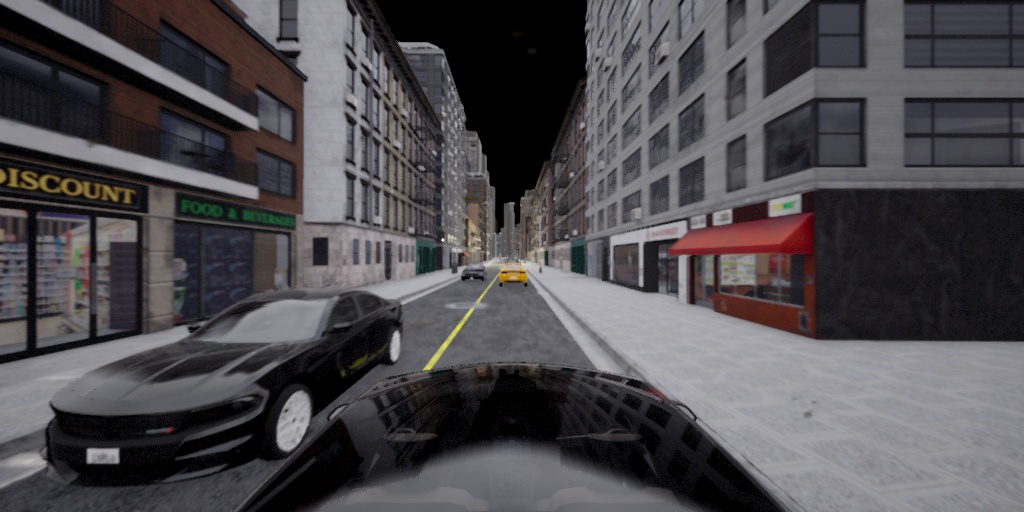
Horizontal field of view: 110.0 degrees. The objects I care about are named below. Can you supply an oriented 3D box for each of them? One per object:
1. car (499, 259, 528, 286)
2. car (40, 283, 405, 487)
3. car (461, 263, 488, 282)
[{"bbox_3d":[0.096,1.248,25.662,1.882,1.535,5.008,0,0,0],"label":"car"},{"bbox_3d":[-3.087,1.230,5.209,1.882,1.535,5.008,0,0,0],"label":"car"},{"bbox_3d":[-3.025,1.321,29.899,2.033,1.411,5.357,0,0,1],"label":"car"}]
